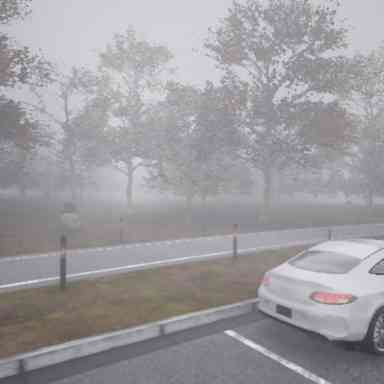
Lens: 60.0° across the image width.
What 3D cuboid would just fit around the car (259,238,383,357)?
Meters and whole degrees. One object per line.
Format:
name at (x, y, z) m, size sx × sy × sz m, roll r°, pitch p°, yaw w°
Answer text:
car at (3.294, 1.588, 6.066) m, size 4.674 × 1.452 × 2.002 m, roll 1°, pitch -1°, yaw -32°
